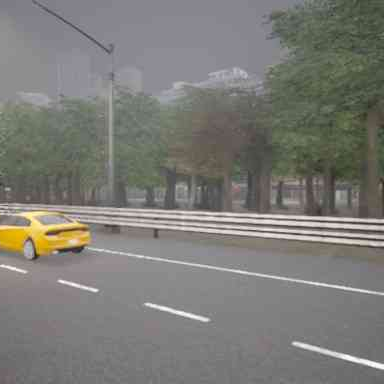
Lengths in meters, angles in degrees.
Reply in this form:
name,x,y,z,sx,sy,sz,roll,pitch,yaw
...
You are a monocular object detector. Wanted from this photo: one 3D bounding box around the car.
name,x,y,z,sx,sy,sz,roll,pitch,yaw
car,-5.923,1.477,12.400,5.008,1.535,1.882,0,0,36
